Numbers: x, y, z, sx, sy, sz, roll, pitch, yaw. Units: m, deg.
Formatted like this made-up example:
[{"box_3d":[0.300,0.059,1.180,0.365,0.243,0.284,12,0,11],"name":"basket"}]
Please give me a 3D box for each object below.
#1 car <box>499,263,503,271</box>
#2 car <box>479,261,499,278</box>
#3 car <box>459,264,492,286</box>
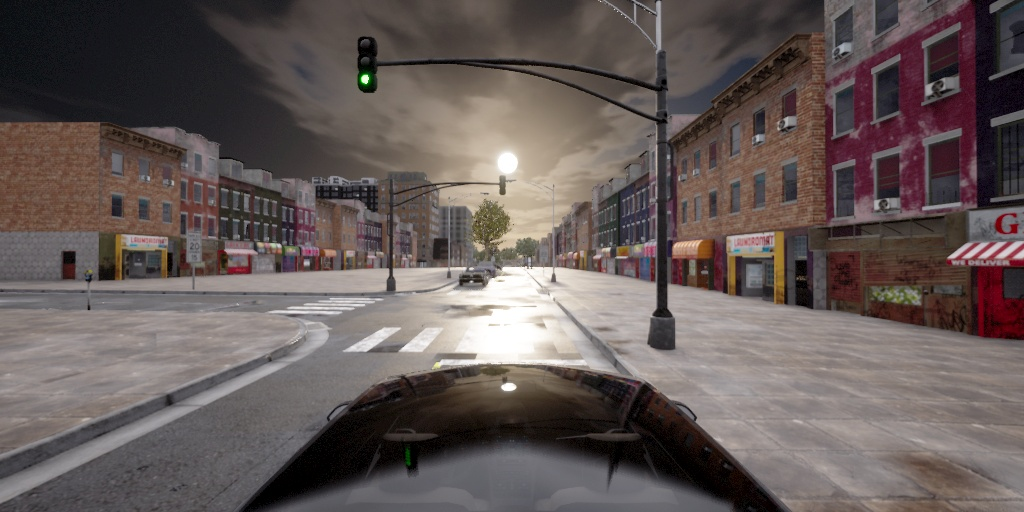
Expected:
[{"box_3d":[-2.544,1.746,59.067,1.895,1.301,4.718,0,-1,1],"name":"car"},{"box_3d":[-2.699,1.288,36.969,2.097,1.767,4.553,0,-1,0],"name":"car"},{"box_3d":[-2.748,1.460,26.626,1.895,1.301,4.718,0,0,0],"name":"car"}]
